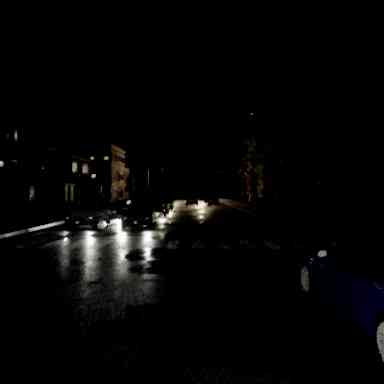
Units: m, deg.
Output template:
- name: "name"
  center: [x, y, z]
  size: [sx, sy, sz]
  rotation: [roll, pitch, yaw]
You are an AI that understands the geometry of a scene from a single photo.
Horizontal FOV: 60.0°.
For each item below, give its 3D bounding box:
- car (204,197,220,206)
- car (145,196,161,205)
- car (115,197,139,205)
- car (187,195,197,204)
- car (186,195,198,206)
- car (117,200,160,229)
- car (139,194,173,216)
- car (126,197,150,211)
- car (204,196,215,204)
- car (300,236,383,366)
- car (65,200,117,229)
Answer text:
- name: "car"
  center: [3.355, 1.459, 51.675]
  size: [2.033, 1.411, 5.357]
  rotation: [0, 0, 0]
- name: "car"
  center: [-6.492, 1.450, 56.354]
  size: [2.033, 1.411, 5.357]
  rotation: [0, 0, 0]
- name: "car"
  center: [-6.592, 1.439, 30.827]
  size: [2.128, 1.511, 4.902]
  rotation: [0, 0, 0]
- name: "car"
  center: [0.008, 1.369, 62.252]
  size: [1.882, 1.535, 5.008]
  rotation: [0, 0, 0]
- name: "car"
  center: [0.006, 1.416, 51.833]
  size: [1.837, 1.490, 4.892]
  rotation: [0, 0, 0]
- name: "car"
  center: [-3.350, 1.490, 21.618]
  size: [1.812, 1.442, 4.674]
  rotation: [0, 0, -2]
- name: "car"
  center: [-3.336, 1.168, 32.024]
  size: [2.150, 2.045, 5.566]
  rotation: [0, 0, 1]
- name: "car"
  center: [-6.571, 1.421, 41.081]
  size: [2.128, 1.511, 4.902]
  rotation: [0, 0, 0]
- name: "car"
  center: [3.258, 1.492, 62.284]
  size: [1.895, 1.301, 4.718]
  rotation: [0, 0, 0]
- name: "car"
  center: [3.352, 1.469, 5.513]
  size: [1.882, 1.535, 5.008]
  rotation: [0, 0, 0]
- name: "car"
  center: [-6.593, 1.490, 21.653]
  size: [1.812, 1.442, 4.674]
  rotation: [0, 0, 2]
